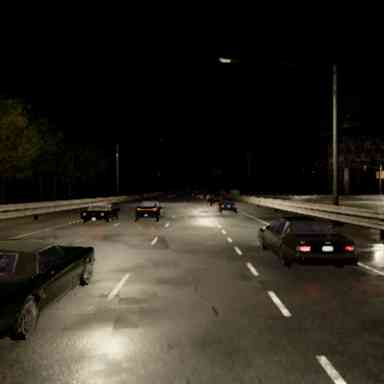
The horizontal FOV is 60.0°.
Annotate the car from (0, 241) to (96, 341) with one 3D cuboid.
[{"bbox_3d":[-3.393,1.608,6.462,1.895,1.301,4.718,0,0,0],"label":"car"}]

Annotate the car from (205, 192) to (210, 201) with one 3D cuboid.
[{"bbox_3d":[3.936,1.308,63.529,1.837,1.490,4.892,0,0,1],"label":"car"}]

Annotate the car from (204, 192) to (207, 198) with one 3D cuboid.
[{"bbox_3d":[4.097,1.092,74.467,2.097,1.767,4.553,0,0,1],"label":"car"}]

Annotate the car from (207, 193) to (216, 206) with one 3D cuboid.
[{"bbox_3d":[3.800,1.369,52.559,1.837,1.490,4.892,0,0,1],"label":"car"}]

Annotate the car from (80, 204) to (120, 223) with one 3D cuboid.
[{"bbox_3d":[-6.827,1.592,25.385,1.895,1.301,4.718,0,0,0],"label":"car"}]

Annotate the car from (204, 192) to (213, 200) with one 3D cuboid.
[{"bbox_3d":[4.284,0.957,85.427,2.097,1.767,4.553,0,1,1],"label":"car"}]

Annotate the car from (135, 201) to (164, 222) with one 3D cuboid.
[{"bbox_3d":[-3.320,1.479,26.534,2.128,1.511,4.902,0,0,0],"label":"car"}]

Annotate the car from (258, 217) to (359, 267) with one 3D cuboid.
[{"bbox_3d":[3.616,1.557,11.355,2.033,1.411,5.357,0,0,0],"label":"car"}]

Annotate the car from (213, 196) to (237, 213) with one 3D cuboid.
[{"bbox_3d":[3.744,1.499,36.177,2.033,1.411,5.357,0,0,0],"label":"car"}]
